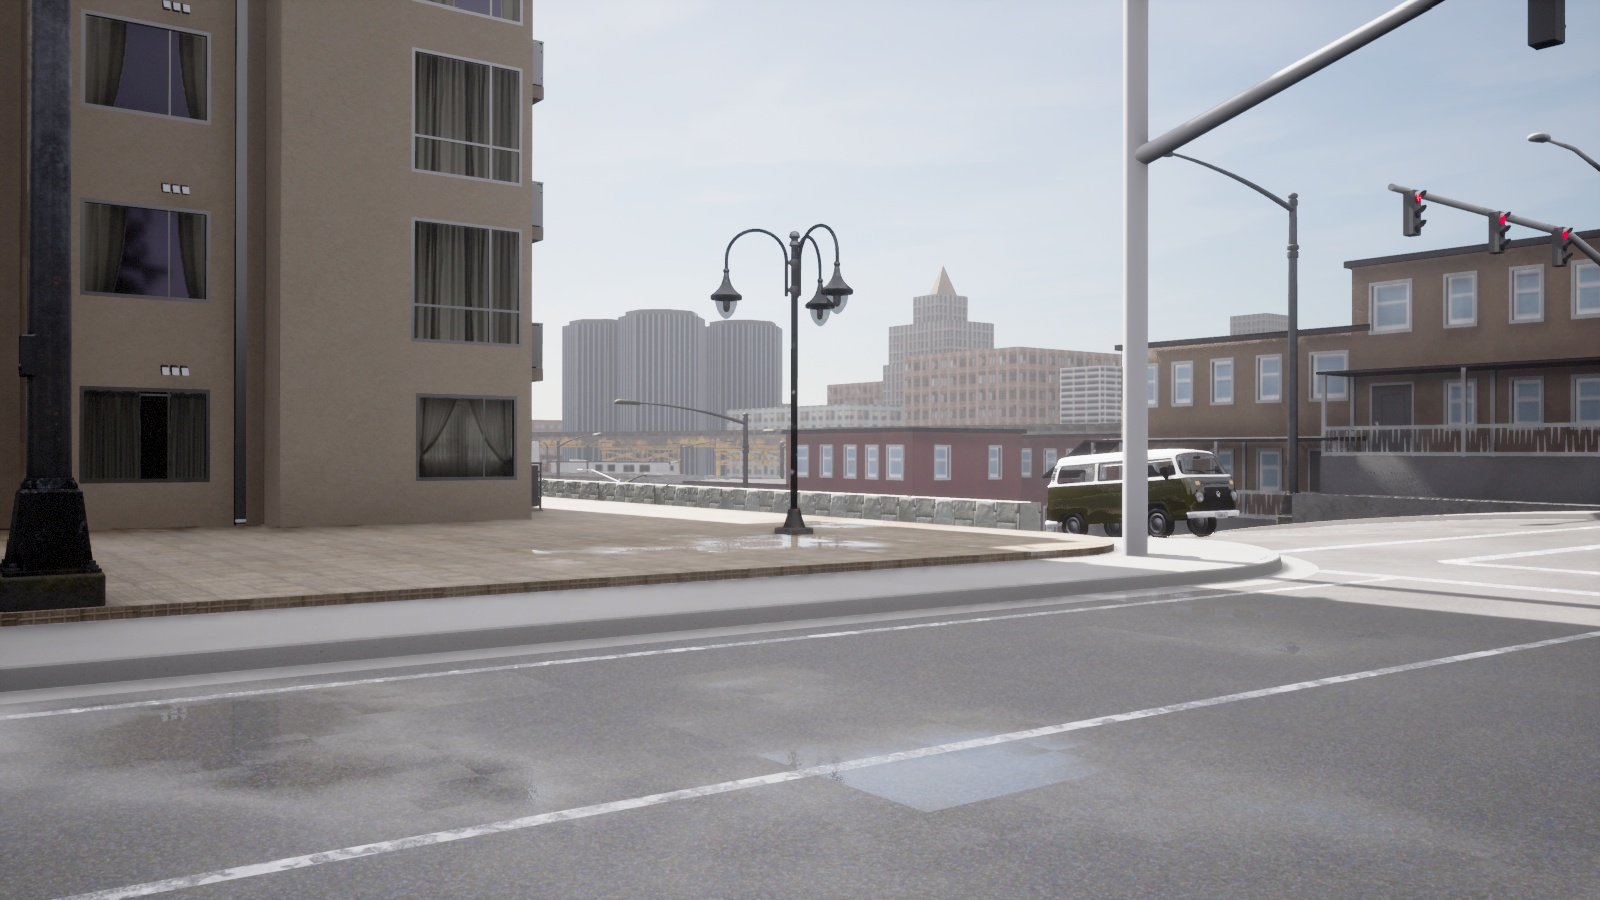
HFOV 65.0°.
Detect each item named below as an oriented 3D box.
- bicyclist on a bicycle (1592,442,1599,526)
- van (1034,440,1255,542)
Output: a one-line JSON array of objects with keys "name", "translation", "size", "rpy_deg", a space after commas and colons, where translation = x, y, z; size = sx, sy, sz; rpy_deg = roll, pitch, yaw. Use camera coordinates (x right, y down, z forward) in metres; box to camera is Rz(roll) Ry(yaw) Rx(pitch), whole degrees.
[{"name": "bicyclist on a bicycle", "translation": [15.913, 0.637, 23.595], "size": [0.866, 1.612, 1.509], "rpy_deg": [0, 0, -35]}, {"name": "van", "translation": [7.822, 0.997, 28.888], "size": [2.069, 2.038, 4.480], "rpy_deg": [0, -5, -36]}]
